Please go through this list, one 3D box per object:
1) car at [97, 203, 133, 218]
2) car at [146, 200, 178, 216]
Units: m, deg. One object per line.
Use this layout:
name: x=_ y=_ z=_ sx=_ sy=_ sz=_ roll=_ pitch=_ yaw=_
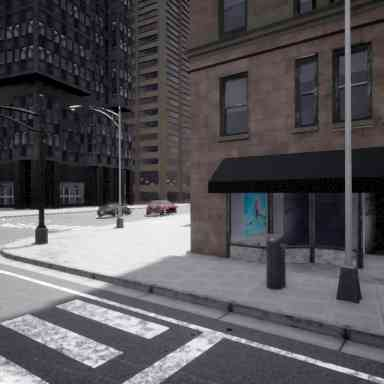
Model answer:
car: x=-7.768 y=1.804 z=33.708 sx=1.812 sy=1.442 sz=4.674 roll=0 pitch=-1 yaw=19
car: x=-3.203 y=1.665 z=36.711 sx=2.097 sy=1.767 sz=4.553 roll=0 pitch=-1 yaw=20
